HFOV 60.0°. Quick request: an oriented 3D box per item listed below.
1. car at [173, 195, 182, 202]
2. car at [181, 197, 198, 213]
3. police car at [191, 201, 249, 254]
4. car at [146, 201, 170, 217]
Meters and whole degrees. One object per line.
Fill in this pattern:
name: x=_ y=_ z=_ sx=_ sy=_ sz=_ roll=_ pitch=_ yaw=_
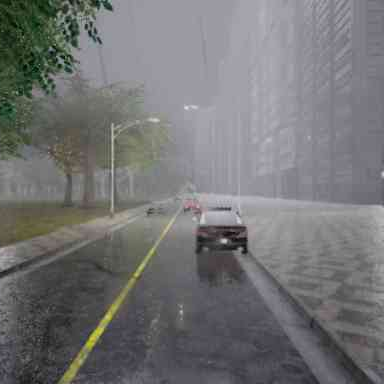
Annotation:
car: x=-3.016 y=1.325 z=71.648 sx=2.033 sy=1.411 sz=5.357 roll=0 pitch=0 yaw=0
car: x=0.041 y=1.529 z=36.248 sx=1.895 sy=1.301 sz=4.718 roll=0 pitch=0 yaw=1
police car: x=1.047 y=1.408 z=13.597 sx=1.930 sy=1.638 sz=5.238 roll=0 pitch=0 yaw=0
car: x=-3.103 y=1.545 z=30.976 sx=1.895 sy=1.301 sz=4.718 roll=0 pitch=0 yaw=0
